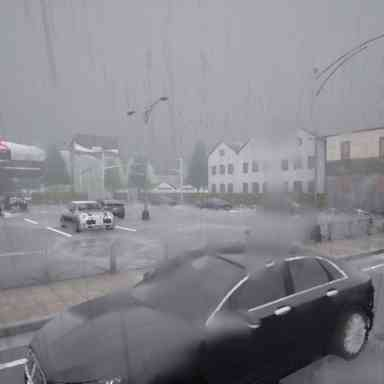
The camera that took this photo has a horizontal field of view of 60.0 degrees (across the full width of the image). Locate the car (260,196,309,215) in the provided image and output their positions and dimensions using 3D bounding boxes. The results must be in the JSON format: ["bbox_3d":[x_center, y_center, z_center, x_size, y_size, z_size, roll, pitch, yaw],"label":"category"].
[{"bbox_3d":[8.475,1.176,30.615,2.097,1.767,4.553,0,0,-35],"label":"car"}]

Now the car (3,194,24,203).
[{"bbox_3d":[-39.260,1.328,73.030,3.866,1.878,1.905,0,0,-36],"label":"car"}]

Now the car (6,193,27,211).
[{"bbox_3d":[-20.120,1.092,37.950,1.905,1.878,3.866,0,0,-36],"label":"car"}]

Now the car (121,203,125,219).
[{"bbox_3d":[-6.733,1.313,25.548,2.007,1.523,4.514,0,0,-36],"label":"car"}]

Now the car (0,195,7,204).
[{"bbox_3d":[-39.486,1.495,65.901,4.611,1.667,2.242,0,0,-36],"label":"car"}]

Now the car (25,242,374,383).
[{"bbox_3d":[0.528,1.505,4.376,4.892,1.490,1.837,0,0,-36],"label":"car"}]

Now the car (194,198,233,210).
[{"bbox_3d":[2.426,1.371,39.106,2.033,1.411,5.357,0,0,-35],"label":"car"}]

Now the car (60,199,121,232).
[{"bbox_3d":[-5.603,1.248,17.685,1.970,1.475,3.806,0,0,-36],"label":"car"}]

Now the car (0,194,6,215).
[{"bbox_3d":[-18.207,1.113,29.640,1.932,1.855,4.605,0,0,-36],"label":"car"}]

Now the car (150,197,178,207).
[{"bbox_3d":[-4.120,1.371,48.382,2.033,1.411,5.357,0,0,-35],"label":"car"}]
